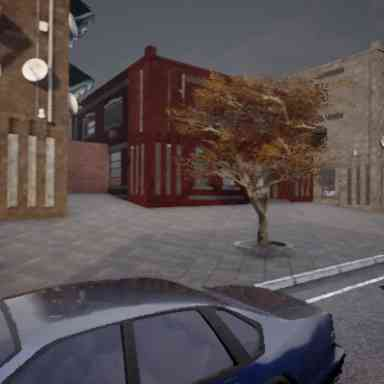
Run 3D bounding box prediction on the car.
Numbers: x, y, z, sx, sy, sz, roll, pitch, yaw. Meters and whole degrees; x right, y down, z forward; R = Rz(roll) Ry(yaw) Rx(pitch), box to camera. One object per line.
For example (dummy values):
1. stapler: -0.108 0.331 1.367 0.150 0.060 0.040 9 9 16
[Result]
1. car: -0.920 1.546 2.706 5.357 1.411 2.033 0 0 -35
